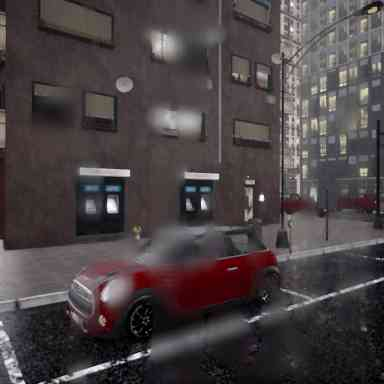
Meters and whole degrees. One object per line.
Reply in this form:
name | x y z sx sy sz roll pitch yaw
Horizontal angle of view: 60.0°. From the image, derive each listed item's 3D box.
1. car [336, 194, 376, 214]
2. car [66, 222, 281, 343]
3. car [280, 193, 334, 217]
car | 15.402 1.058 32.287 2.192 1.841 5.009 2 0 -36
car | -0.217 1.443 6.401 4.097 1.590 1.967 0 0 -35
car | 8.659 1.030 27.312 2.192 1.841 5.009 2 0 -36
